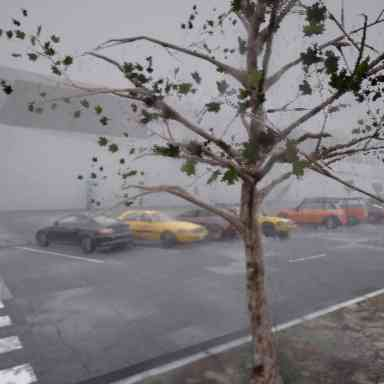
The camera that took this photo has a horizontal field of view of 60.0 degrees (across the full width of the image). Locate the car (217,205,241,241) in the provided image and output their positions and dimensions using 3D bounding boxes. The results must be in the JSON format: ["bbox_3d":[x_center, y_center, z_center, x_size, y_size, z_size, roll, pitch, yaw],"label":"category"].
[{"bbox_3d":[0.452,1.538,16.974,4.792,1.488,2.163,-1,-1,35],"label":"car"}]

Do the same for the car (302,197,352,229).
[{"bbox_3d":[7.792,1.399,22.133,4.553,1.767,2.185,-1,-1,35],"label":"car"}]

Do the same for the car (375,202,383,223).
[{"bbox_3d":[12.634,1.559,25.608,4.674,1.452,2.002,-1,0,35],"label":"car"}]

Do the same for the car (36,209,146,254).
[{"bbox_3d":[-4.380,1.536,13.497,4.674,1.452,2.002,-1,-1,35],"label":"car"}]

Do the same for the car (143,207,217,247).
[{"bbox_3d":[-1.799,1.495,15.127,5.366,1.575,1.946,-1,-1,35],"label":"car"}]

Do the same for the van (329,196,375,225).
[{"bbox_3d":[10.303,1.299,23.826,4.442,1.987,1.878,-1,-1,35],"label":"van"}]

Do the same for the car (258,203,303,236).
[{"bbox_3d":[3.062,1.510,18.587,5.366,1.575,1.946,-1,-1,35],"label":"car"}]
